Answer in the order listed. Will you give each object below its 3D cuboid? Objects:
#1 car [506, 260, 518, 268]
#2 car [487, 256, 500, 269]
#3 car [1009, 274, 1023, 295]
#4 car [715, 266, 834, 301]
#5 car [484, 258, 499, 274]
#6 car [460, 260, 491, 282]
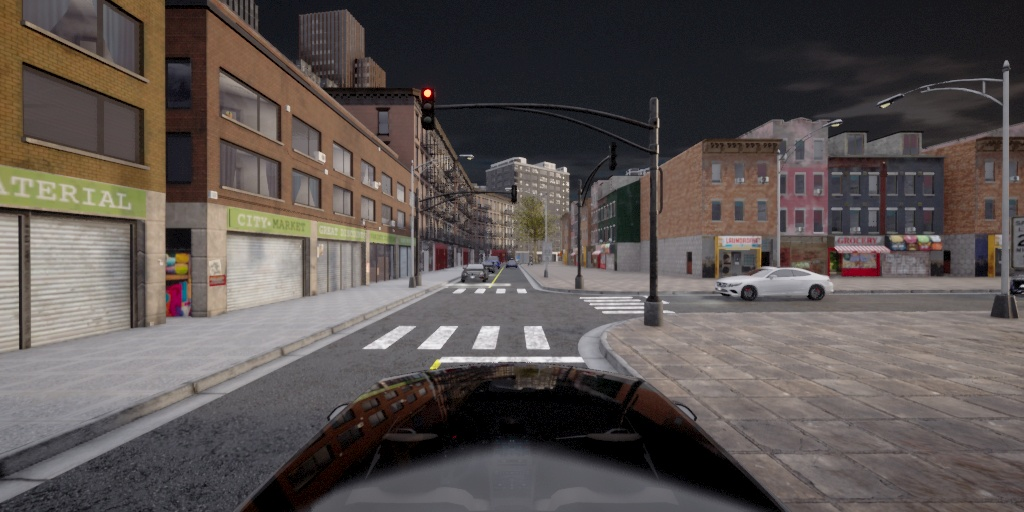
[{"bbox_3d":[-0.035,1.353,63.403,1.994,1.385,4.181,0,0,0],"label":"car"},{"bbox_3d":[-2.938,1.000,54.464,2.150,2.045,5.566,0,0,0],"label":"car"},{"bbox_3d":[25.258,1.166,16.290,4.181,1.385,1.994,0,0,0],"label":"car"},{"bbox_3d":[11.752,1.200,16.221,4.674,1.442,1.812,0,0,1],"label":"car"},{"bbox_3d":[-2.939,1.310,41.793,2.033,1.411,5.357,0,0,0],"label":"car"},{"bbox_3d":[-2.902,1.279,28.688,1.812,1.442,4.674,0,0,0],"label":"car"}]
